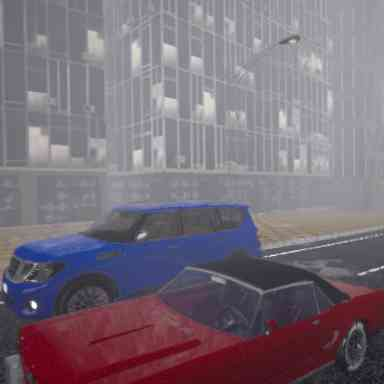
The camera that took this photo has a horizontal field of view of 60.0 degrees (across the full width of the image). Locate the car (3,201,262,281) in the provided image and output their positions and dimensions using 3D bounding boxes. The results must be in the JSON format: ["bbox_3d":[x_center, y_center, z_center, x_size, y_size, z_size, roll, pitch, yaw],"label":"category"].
[{"bbox_3d":[-0.867,1.235,7.162,5.566,2.045,2.150,0,0,-37],"label":"car"}]

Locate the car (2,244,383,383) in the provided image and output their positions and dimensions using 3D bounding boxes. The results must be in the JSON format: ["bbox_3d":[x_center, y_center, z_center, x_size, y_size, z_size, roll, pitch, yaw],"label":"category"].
[{"bbox_3d":[0.426,1.608,4.078,4.718,1.301,1.895,0,0,-36],"label":"car"}]
